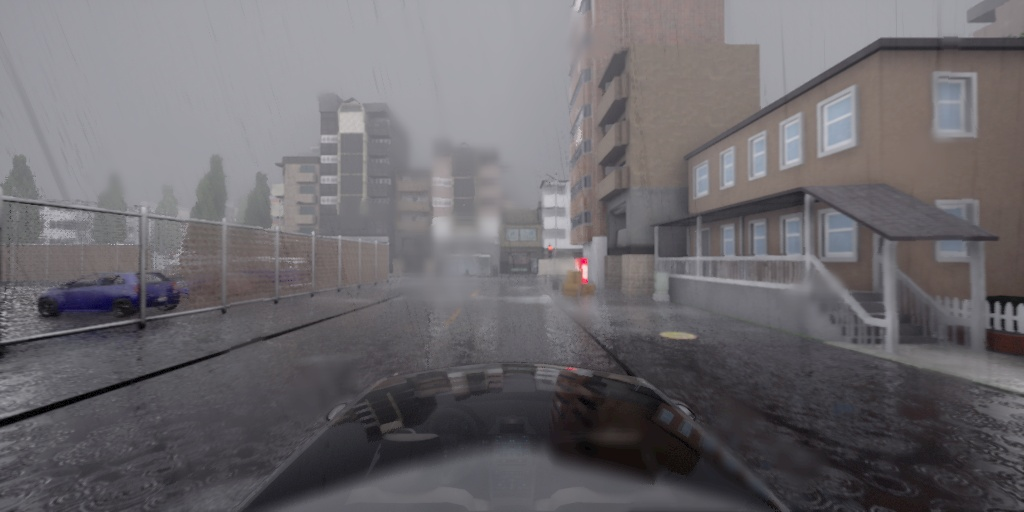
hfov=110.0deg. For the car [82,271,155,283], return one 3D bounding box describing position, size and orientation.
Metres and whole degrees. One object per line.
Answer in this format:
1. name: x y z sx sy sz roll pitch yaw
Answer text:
1. car: -38.421 1.638 35.045 4.674 1.442 1.812 0 -1 0
